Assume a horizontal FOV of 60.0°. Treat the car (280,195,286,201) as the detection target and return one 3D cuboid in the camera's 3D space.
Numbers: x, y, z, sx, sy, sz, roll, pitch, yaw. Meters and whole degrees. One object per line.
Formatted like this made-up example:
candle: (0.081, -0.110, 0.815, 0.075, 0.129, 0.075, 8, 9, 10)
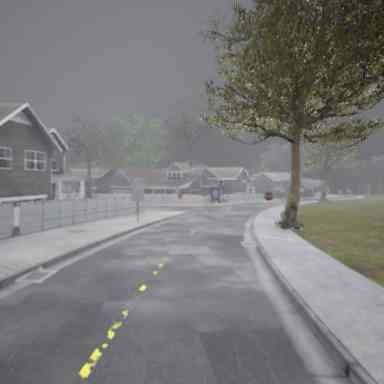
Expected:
car: (21.363, 1.285, 74.429, 2.128, 1.511, 4.902, 2, 2, 36)
